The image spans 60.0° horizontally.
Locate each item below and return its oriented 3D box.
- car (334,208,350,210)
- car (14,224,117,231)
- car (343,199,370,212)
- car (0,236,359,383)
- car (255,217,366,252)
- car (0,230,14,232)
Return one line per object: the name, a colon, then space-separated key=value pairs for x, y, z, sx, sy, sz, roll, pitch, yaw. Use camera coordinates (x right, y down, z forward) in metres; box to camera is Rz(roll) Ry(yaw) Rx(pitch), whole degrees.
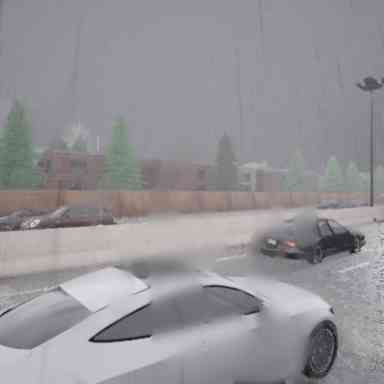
car: x=16.205 y=1.765 z=33.851 sx=2.033 sy=1.411 sz=5.357 roll=0 pitch=0 yaw=45
car: x=-6.253 y=1.446 z=17.082 sx=4.553 sy=1.767 sz=2.097 roll=0 pitch=0 yaw=-39
car: x=22.319 y=1.768 z=45.033 sx=1.882 sy=1.535 sz=5.008 roll=0 pitch=0 yaw=45
car: x=-0.187 y=1.549 z=3.827 sx=4.674 sy=1.442 sz=1.812 roll=0 pitch=0 yaw=-37
car: x=4.364 y=1.624 z=12.003 sx=5.357 sy=1.411 sz=2.033 roll=0 pitch=0 yaw=-42
car: x=-9.463 y=1.665 z=18.990 sx=4.181 sy=1.385 sz=1.994 roll=0 pitch=0 yaw=-38
